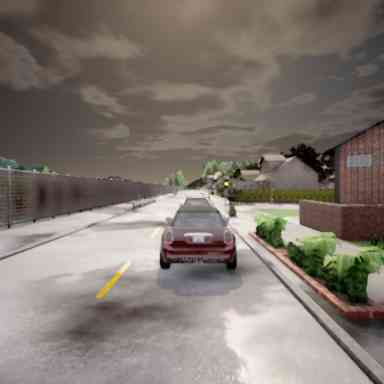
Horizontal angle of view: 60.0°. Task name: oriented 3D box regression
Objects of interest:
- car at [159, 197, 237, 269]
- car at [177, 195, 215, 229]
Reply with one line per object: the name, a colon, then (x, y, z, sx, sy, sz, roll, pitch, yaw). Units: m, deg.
car: (0.180, 1.218, 10.768, 2.097, 1.767, 4.553, 0, 1, 0)
car: (0.260, 1.099, 20.465, 2.097, 1.767, 4.553, 0, 1, 1)
